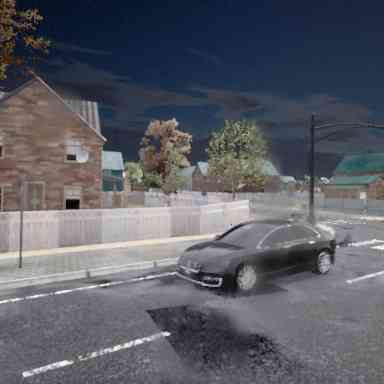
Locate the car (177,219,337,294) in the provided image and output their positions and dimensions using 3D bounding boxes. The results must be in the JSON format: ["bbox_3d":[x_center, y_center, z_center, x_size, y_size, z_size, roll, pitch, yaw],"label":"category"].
[{"bbox_3d":[1.893,1.540,8.871,4.892,1.490,1.837,0,0,-35],"label":"car"}]

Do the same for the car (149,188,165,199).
[{"bbox_3d":[-6.609,0.328,61.622,2.150,2.045,5.566,1,1,-21],"label":"car"}]
